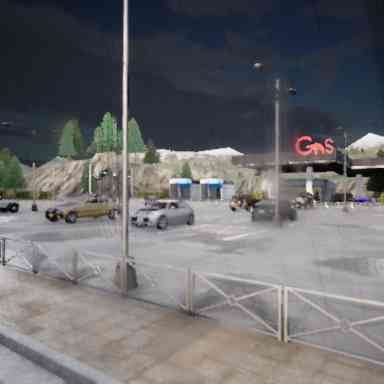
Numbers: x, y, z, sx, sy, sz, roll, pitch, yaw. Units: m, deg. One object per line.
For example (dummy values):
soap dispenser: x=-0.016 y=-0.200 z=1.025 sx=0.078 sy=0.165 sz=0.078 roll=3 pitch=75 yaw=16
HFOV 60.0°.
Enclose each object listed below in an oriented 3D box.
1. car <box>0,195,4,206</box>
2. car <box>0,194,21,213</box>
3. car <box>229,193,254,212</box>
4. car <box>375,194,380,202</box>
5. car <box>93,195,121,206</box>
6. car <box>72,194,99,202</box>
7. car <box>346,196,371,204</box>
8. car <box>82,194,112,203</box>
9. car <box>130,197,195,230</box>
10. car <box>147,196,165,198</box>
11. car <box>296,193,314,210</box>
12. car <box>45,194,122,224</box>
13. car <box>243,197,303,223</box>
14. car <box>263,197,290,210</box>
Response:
car: x=-28.359 y=1.174 z=45.920 sx=1.970 sy=1.475 sz=3.806 roll=0 pitch=0 yaw=35
car: x=-17.422 y=0.953 z=29.365 sx=1.905 sy=1.878 sz=3.866 roll=0 pitch=0 yaw=35
car: x=5.639 y=1.076 z=34.288 sx=1.932 sy=1.855 sz=4.605 roll=0 pitch=0 yaw=35
car: x=39.856 y=1.390 z=68.274 sx=3.866 sy=1.878 sz=1.905 roll=0 pitch=0 yaw=35
car: x=-12.215 y=1.184 z=47.920 sx=1.845 sy=1.501 sz=3.633 roll=0 pitch=0 yaw=35
car: x=-20.002 y=1.136 z=62.818 sx=2.007 sy=1.523 sz=4.514 roll=0 pitch=0 yaw=35
car: x=33.038 y=1.528 z=66.177 sx=4.611 sy=1.667 sz=2.242 roll=0 pitch=0 yaw=35
car: x=-17.416 y=1.143 z=61.041 sx=2.152 sy=1.636 sz=5.027 roll=0 pitch=0 yaw=35
car: x=-1.583 y=1.207 z=18.488 sx=1.970 sy=1.475 sz=3.806 roll=0 pitch=0 yaw=35
car: x=-4.098 y=1.213 z=42.091 sx=2.007 sy=1.523 sz=4.514 roll=0 pitch=0 yaw=35
car: x=12.879 y=1.081 z=38.792 sx=1.905 sy=1.878 sz=3.866 roll=0 pitch=0 yaw=35
car: x=-6.999 y=1.095 z=21.946 sx=2.152 sy=1.636 sz=5.027 roll=0 pitch=0 yaw=35
car: x=5.488 y=1.300 z=22.107 sx=2.007 sy=1.523 sz=4.514 roll=0 pitch=0 yaw=35
car: x=10.523 y=1.349 z=41.219 sx=1.970 sy=1.475 sz=3.806 roll=0 pitch=0 yaw=35
